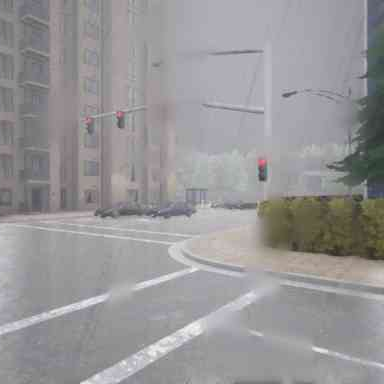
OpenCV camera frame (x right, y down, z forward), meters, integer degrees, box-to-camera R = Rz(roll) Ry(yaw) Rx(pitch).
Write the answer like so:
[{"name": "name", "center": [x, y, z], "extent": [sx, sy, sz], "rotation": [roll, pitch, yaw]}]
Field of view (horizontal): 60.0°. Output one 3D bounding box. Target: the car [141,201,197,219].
[{"name": "car", "center": [-1.706, 1.547, 29.485], "extent": [2.033, 1.411, 5.357], "rotation": [0, 0, 36]}]

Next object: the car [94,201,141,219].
[{"name": "car", "center": [-6.042, 1.547, 29.480], "extent": [2.033, 1.411, 5.357], "rotation": [0, 0, 36]}]

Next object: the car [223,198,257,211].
[{"name": "car", "center": [6.003, 1.601, 40.020], "extent": [1.895, 1.301, 4.718], "rotation": [0, 0, 36]}]

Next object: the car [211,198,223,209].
[{"name": "car", "center": [4.320, 1.493, 43.634], "extent": [2.128, 1.511, 4.902], "rotation": [0, 0, 37]}]
